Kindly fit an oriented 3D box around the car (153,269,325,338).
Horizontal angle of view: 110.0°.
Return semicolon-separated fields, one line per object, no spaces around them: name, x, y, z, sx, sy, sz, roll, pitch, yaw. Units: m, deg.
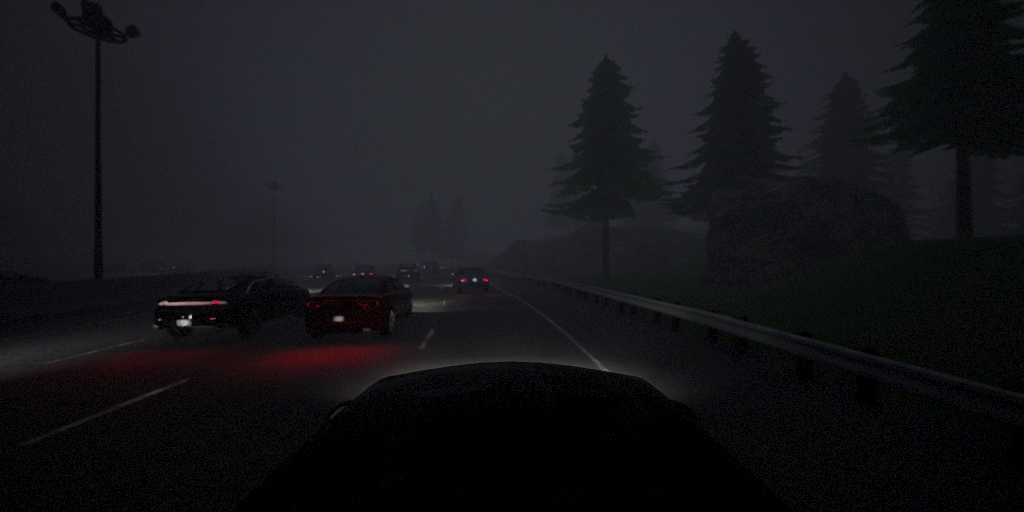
car;-7.690;1.308;10.518;2.128;1.511;4.902;0;0;-7

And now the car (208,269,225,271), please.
car;-12.405;1.426;17.568;1.994;1.385;4.181;0;0;-11

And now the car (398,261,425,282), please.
car;-8.889;1.374;30.458;2.128;1.511;4.902;0;0;-19

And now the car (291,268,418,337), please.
car;-4.189;1.276;10.563;1.882;1.535;5.008;0;0;-6

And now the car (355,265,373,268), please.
car;-12.200;1.445;29.615;2.033;1.411;5.357;0;0;-20

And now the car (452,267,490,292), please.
car;-2.623;1.372;22.052;2.033;1.411;5.357;0;0;-14

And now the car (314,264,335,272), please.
car;-19.013;1.517;36.315;1.994;1.385;4.181;0;0;-26

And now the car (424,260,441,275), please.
car;-9.697;1.270;41.007;2.097;1.767;4.553;0;0;-26

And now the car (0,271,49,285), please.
car;-22.782;1.401;15.168;2.128;1.511;4.902;0;0;-13
